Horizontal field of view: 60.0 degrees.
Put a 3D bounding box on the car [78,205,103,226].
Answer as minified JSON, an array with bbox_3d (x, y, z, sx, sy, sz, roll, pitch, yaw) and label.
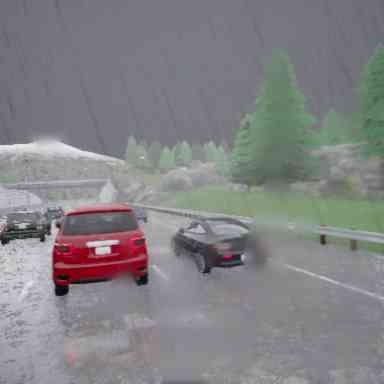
[{"bbox_3d":[-9.223,2.007,30.184,1.882,1.535,5.008,-3,0,-18],"label":"car"}]

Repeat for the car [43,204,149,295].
[{"bbox_3d":[-2.687,1.377,9.595,2.150,2.045,5.566,-3,0,-18],"label":"car"}]

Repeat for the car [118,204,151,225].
[{"bbox_3d":[-5.092,1.870,28.742,2.033,1.411,5.357,-3,0,-18],"label":"car"}]

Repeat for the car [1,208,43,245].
[{"bbox_3d":[-9.406,1.862,19.219,2.097,1.767,4.553,-3,0,-18],"label":"car"}]

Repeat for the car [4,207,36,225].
[{"bbox_3d":[-18.248,2.479,35.492,2.128,1.511,4.902,-3,0,-18],"label":"car"}]

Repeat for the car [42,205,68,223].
[{"bbox_3d":[-14.662,2.303,35.752,2.128,1.511,4.902,-3,0,-18],"label":"car"}]

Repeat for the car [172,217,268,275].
[{"bbox_3d":[0.685,1.518,10.561,1.812,1.442,4.674,-3,0,-18],"label":"car"}]
